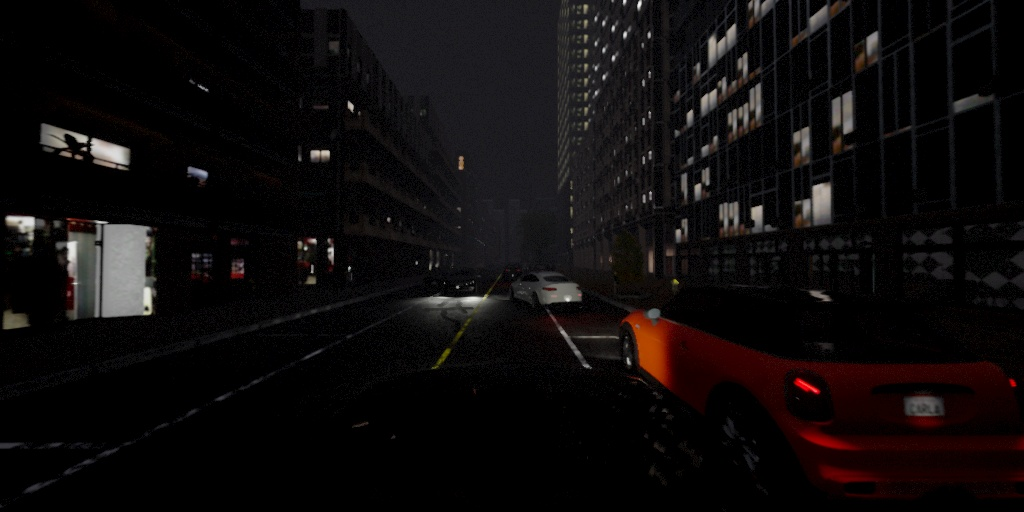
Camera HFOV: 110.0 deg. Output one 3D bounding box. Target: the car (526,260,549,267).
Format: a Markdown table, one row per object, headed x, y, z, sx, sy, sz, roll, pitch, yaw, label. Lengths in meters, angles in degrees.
| x | y | z | sx | sy | sz | roll | pitch | yaw | label |
| --- | --- | --- | --- | --- | --- | --- | --- | --- | --- |
| 2.558 | 1.416 | 32.384 | 1.967 | 1.591 | 4.097 | 0 | 0 | 0 | car |

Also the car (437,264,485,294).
| x | y | z | sx | sy | sz | roll | pitch | yaw | label |
| --- | --- | --- | --- | --- | --- | --- | --- | --- | --- |
| -2.855 | 1.398 | 21.236 | 1.837 | 1.490 | 4.892 | 0 | 0 | 0 | car |

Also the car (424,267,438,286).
| x | y | z | sx | sy | sz | roll | pitch | yaw | label |
| --- | --- | --- | --- | --- | --- | --- | --- | --- | --- |
| -5.330 | 1.501 | 26.858 | 1.948 | 1.339 | 4.313 | 0 | 0 | 0 | car |

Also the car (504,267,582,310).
| x | y | z | sx | sy | sz | roll | pitch | yaw | label |
| --- | --- | --- | --- | --- | --- | --- | --- | --- | --- |
| 1.328 | 1.376 | 15.393 | 1.812 | 1.442 | 4.674 | 0 | 0 | -18 | car |

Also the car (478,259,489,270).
| x | y | z | sx | sy | sz | roll | pitch | yaw | label |
| --- | --- | --- | --- | --- | --- | --- | --- | --- | --- |
| -5.296 | 1.717 | 60.566 | 1.751 | 1.417 | 4.829 | 0 | 0 | 0 | car |

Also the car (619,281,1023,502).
| x | y | z | sx | sy | sz | roll | pitch | yaw | label |
| --- | --- | --- | --- | --- | --- | --- | --- | --- | --- |
| 2.987 | 1.124 | 4.726 | 2.097 | 1.767 | 4.553 | 0 | 0 | 0 | car |

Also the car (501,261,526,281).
| x | y | z | sx | sy | sz | roll | pitch | yaw | label |
| --- | --- | --- | --- | --- | --- | --- | --- | --- | --- |
| 0.075 | 1.476 | 33.326 | 2.128 | 1.511 | 4.902 | 0 | 0 | 0 | car |
